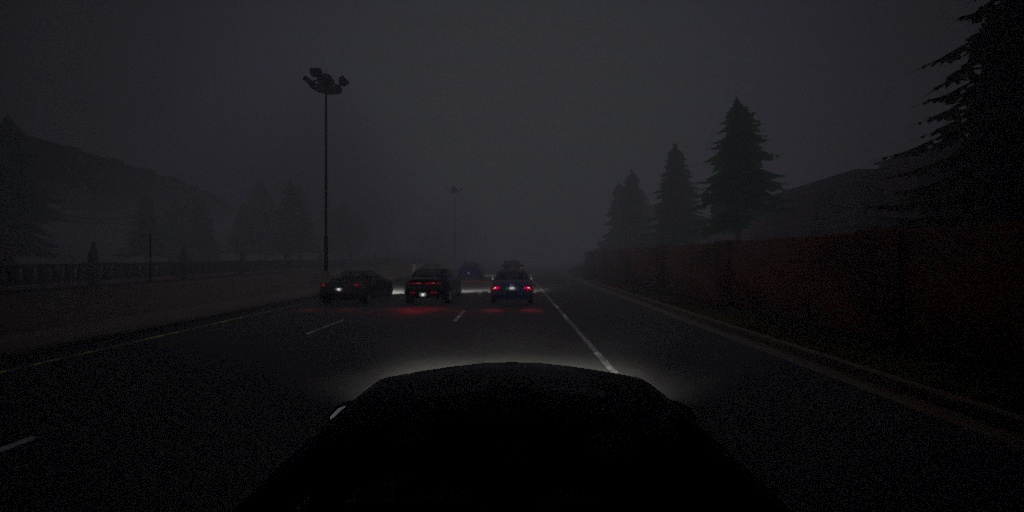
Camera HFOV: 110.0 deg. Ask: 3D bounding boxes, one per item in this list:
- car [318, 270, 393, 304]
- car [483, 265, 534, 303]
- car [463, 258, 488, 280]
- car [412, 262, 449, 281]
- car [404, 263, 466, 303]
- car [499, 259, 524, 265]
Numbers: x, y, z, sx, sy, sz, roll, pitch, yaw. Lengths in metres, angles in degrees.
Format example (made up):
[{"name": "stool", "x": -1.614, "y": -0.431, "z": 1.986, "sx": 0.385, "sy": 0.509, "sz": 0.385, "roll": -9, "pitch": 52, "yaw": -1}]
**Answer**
[{"name": "car", "x": -7.000, "y": 1.319, "z": 16.500, "sx": 1.994, "sy": 1.385, "sz": 4.181, "roll": 0, "pitch": 0, "yaw": 0}, {"name": "car", "x": 0.000, "y": 1.310, "z": 16.500, "sx": 2.033, "sy": 1.411, "sz": 5.357, "roll": 0, "pitch": 0, "yaw": 0}, {"name": "car", "x": -3.500, "y": 1.232, "z": 31.500, "sx": 1.882, "sy": 1.535, "sz": 5.008, "roll": 0, "pitch": 0, "yaw": 0}, {"name": "car", "x": -7.000, "y": 1.310, "z": 31.500, "sx": 2.033, "sy": 1.411, "sz": 5.357, "roll": 0, "pitch": 0, "yaw": 0}, {"name": "car", "x": -3.500, "y": 1.263, "z": 16.500, "sx": 1.837, "sy": 1.490, "sz": 4.892, "roll": 0, "pitch": 0, "yaw": 0}, {"name": "car", "x": 0.000, "y": 1.114, "z": 31.470, "sx": 2.097, "sy": 1.767, "sz": 4.553, "roll": 0, "pitch": 0, "yaw": 0}]
